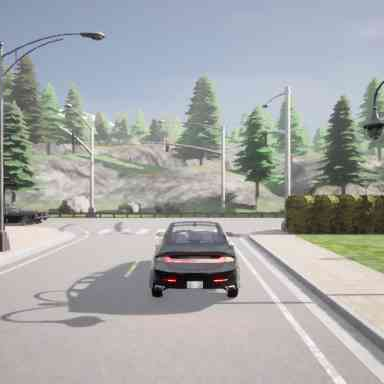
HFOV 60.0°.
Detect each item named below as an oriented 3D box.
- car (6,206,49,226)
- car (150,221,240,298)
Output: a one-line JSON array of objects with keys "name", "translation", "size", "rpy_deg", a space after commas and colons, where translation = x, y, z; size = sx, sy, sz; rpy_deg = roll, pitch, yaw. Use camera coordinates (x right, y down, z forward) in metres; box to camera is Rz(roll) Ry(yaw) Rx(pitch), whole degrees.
[{"name": "car", "translation": [-12.460, 1.616, 22.800], "size": [4.718, 1.301, 1.895], "rpy_deg": [0, 0, 1]}, {"name": "car", "translation": [0.073, 1.491, 8.534], "size": [2.128, 1.511, 4.902], "rpy_deg": [0, 0, 0]}]
